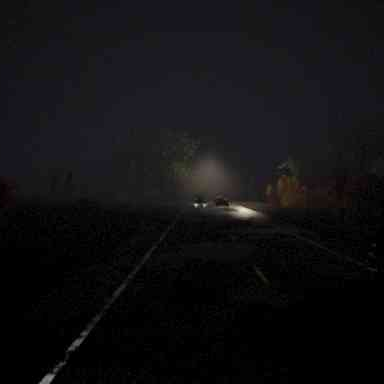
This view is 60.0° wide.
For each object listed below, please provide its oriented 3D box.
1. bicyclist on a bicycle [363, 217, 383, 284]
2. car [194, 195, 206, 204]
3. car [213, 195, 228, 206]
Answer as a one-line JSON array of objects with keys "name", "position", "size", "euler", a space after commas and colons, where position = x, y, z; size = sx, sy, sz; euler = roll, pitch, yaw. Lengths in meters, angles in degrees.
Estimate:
[{"name": "bicyclist on a bicycle", "position": [4.593, 1.434, 8.018], "size": [0.659, 1.776, 1.843], "euler": [1, 0, 1]}, {"name": "car", "position": [1.590, 1.349, 62.961], "size": [2.097, 1.767, 4.553], "euler": [1, 0, 4]}, {"name": "car", "position": [4.805, 1.613, 54.053], "size": [1.994, 1.385, 4.181], "euler": [1, 0, 2]}]
